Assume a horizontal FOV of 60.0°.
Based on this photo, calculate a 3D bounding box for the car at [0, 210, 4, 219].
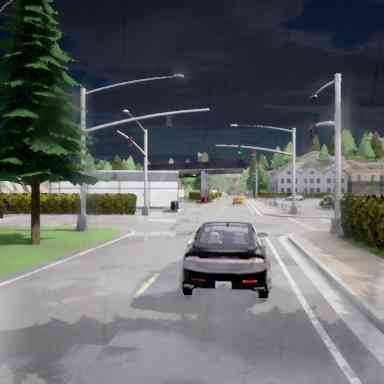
[{"bbox_3d":[-16.552,1.564,25.184,4.181,1.385,1.994,0,0,8],"label":"car"}]

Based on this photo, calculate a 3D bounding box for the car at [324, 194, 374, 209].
[{"bbox_3d":[18.265,1.340,38.563,4.514,1.523,2.007,0,0,8],"label":"car"}]

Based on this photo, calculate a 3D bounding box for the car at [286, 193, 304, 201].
[{"bbox_3d":[23.316,1.361,75.614,3.806,1.475,1.970,0,0,8],"label":"car"}]

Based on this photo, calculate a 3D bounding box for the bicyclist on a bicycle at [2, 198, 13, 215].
[{"bbox_3d":[-17.982,1.453,32.449,0.582,1.620,1.656,0,0,7],"label":"bicyclist on a bicycle"}]

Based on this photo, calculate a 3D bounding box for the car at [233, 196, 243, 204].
[{"bbox_3d":[8.685,1.477,62.421,1.882,1.535,5.008,0,0,8],"label":"car"}]

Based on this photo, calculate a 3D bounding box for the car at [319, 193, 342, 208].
[{"bbox_3d":[18.646,1.330,41.677,5.027,1.636,2.152,0,0,8],"label":"car"}]

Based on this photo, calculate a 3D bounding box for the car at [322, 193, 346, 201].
[{"bbox_3d":[31.720,1.097,74.483,4.605,1.855,1.932,0,0,8],"label":"car"}]

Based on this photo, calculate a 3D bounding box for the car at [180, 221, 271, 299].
[{"bbox_3d":[0.903,1.492,8.517,2.128,1.511,4.902,0,0,8],"label":"car"}]

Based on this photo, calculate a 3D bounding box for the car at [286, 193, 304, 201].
[{"bbox_3d":[24.380,1.077,78.823,3.866,1.878,1.905,0,0,8],"label":"car"}]
